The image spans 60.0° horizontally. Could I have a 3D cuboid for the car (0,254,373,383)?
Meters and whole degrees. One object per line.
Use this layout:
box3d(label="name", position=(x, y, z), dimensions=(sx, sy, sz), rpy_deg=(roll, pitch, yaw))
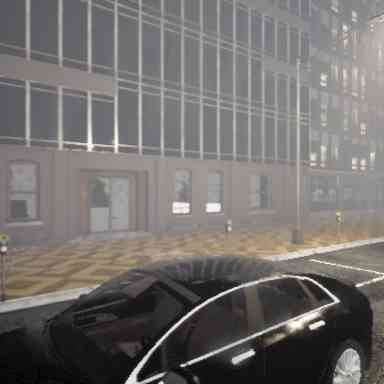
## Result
box3d(label="car", position=(-0.058, 1.501, 3.339), dimensions=(4.892, 1.490, 1.837), rpy_deg=(0, 0, -35))
